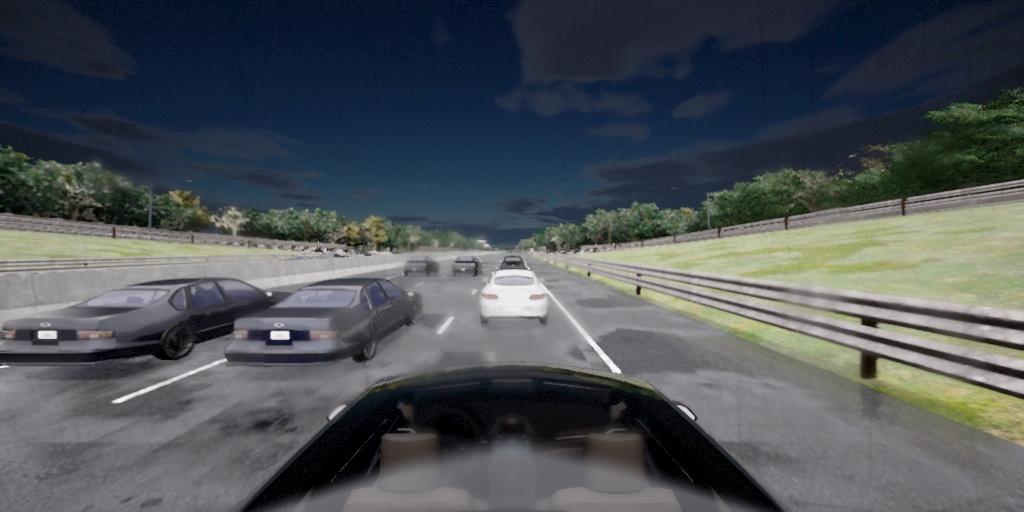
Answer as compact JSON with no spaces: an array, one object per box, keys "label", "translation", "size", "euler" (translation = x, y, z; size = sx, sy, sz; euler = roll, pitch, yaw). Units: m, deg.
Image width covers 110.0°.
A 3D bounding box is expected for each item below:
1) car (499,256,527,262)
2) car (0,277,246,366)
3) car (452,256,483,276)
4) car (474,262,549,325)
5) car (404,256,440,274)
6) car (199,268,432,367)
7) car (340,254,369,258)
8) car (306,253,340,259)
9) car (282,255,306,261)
[{"label":"car","translation":[0.076,0.738,28.101],"size":[1.837,1.490,4.892],"euler":[0,1,0]},{"label":"car","translation":[-6.947,1.178,7.881],"size":[2.033,1.411,5.357],"euler":[0,1,0]},{"label":"car","translation":[-3.425,0.729,27.923],"size":[2.128,1.511,4.902],"euler":[0,1,0]},{"label":"car","translation":[0.061,1.095,10.924],"size":[1.812,1.442,4.674],"euler":[0,1,0]},{"label":"car","translation":[-6.925,0.730,27.903],"size":[2.128,1.511,4.902],"euler":[0,1,0]},{"label":"car","translation":[-3.449,1.178,7.858],"size":[2.033,1.411,5.357],"euler":[0,1,0]},{"label":"car","translation":[-17.587,0.503,41.416],"size":[1.812,1.442,4.674],"euler":[0,1,0]},{"label":"car","translation":[-21.085,0.456,41.375],"size":[1.882,1.535,5.008],"euler":[0,1,0]},{"label":"car","translation":[-24.583,0.574,41.733],"size":[1.895,1.301,4.718],"euler":[0,1,0]}]
